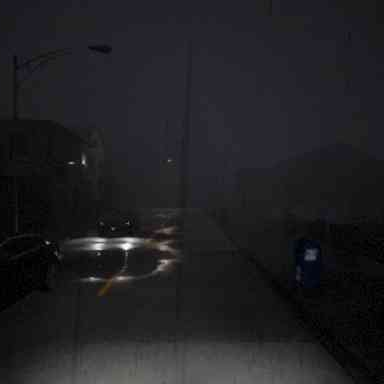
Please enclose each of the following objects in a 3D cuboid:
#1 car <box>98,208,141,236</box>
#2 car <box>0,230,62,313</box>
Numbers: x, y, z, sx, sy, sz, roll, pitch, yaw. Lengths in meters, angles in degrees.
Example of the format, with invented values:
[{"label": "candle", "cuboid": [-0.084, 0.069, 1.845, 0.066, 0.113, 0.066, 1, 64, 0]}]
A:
[{"label": "car", "cuboid": [-4.212, 1.707, 20.002, 1.812, 1.442, 4.674, 0, -1, -1]}, {"label": "car", "cuboid": [-4.134, 1.553, 6.375, 2.128, 1.511, 4.902, 0, -1, 0]}]
